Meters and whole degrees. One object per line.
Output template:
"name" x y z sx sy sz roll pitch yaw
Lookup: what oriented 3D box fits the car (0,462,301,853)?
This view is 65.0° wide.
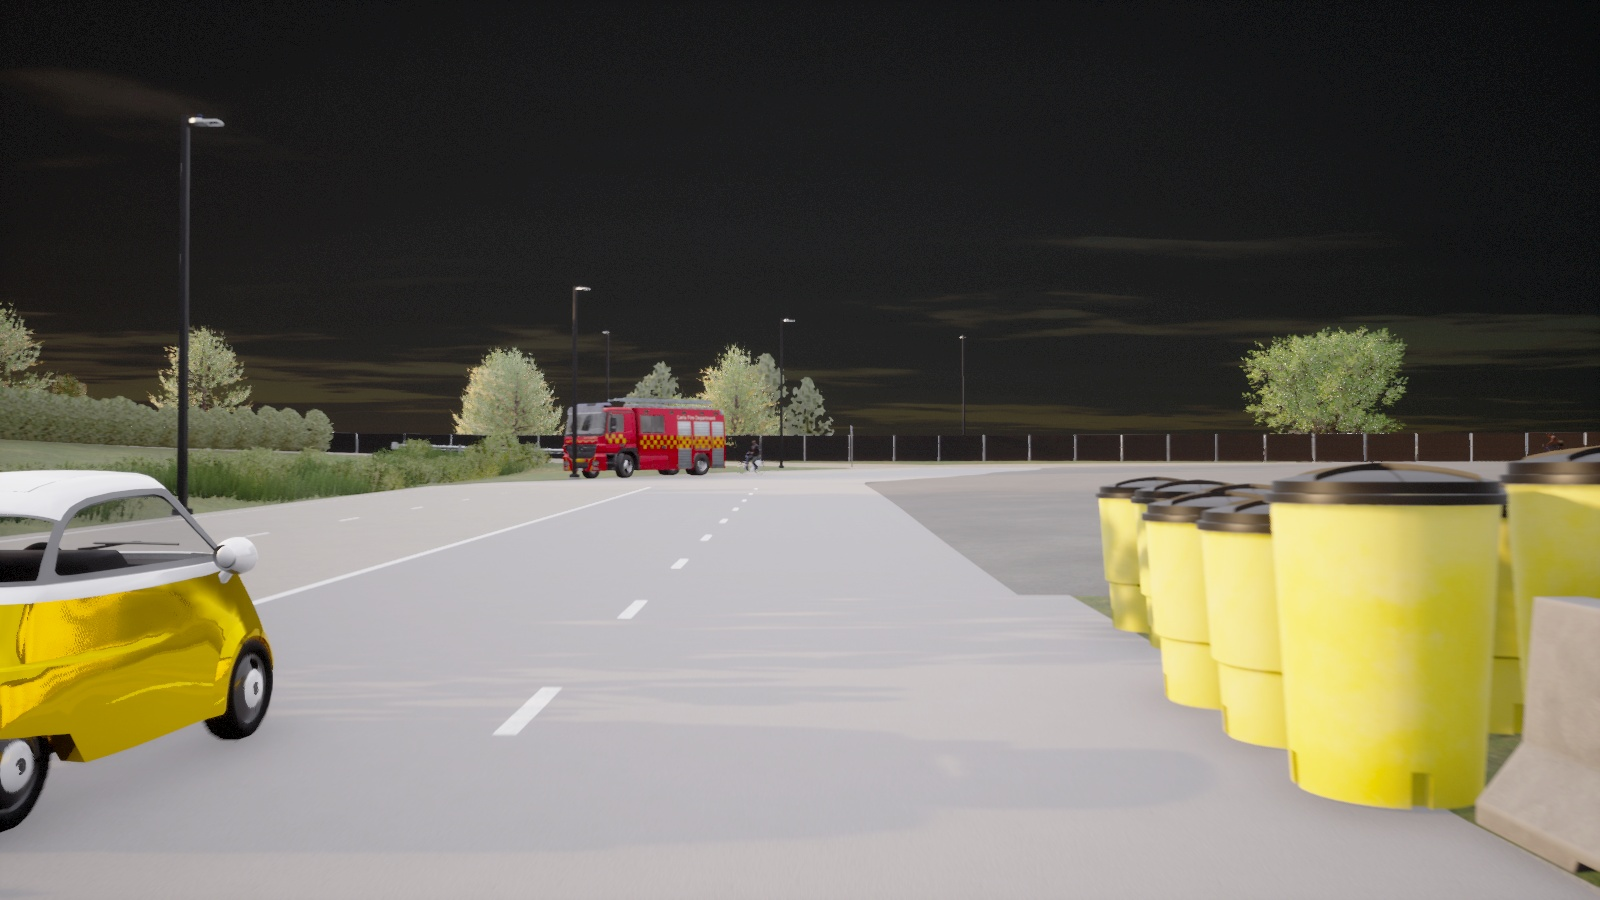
"car" -3.449 0.768 5.683 1.481 1.376 2.207 0 1 0

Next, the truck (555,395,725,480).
"truck" -7.623 -0.570 61.127 2.891 3.827 8.468 -1 0 40

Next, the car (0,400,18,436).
"car" -38.926 -1.581 57.923 2.152 1.651 5.027 0 -2 6
